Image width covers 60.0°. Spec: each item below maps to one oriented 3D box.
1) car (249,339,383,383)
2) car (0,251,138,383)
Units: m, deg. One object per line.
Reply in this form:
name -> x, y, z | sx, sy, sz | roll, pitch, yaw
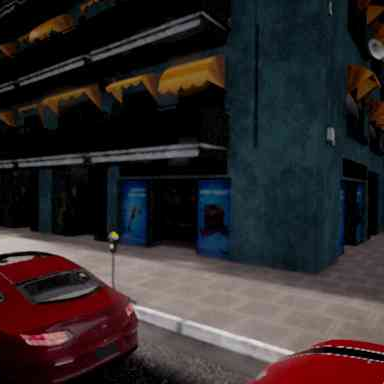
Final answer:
car -> 1.994, 1.452, 1.440 | 4.097, 1.590, 1.967 | 1, 1, 36
car -> -2.592, 1.526, 4.766 | 4.206, 1.307, 1.802 | 1, 1, 36
